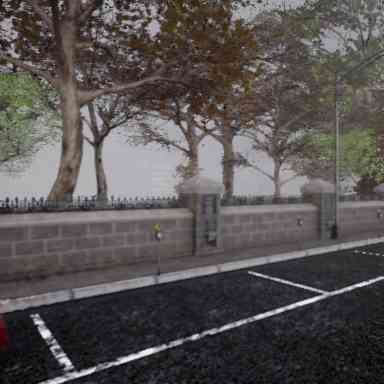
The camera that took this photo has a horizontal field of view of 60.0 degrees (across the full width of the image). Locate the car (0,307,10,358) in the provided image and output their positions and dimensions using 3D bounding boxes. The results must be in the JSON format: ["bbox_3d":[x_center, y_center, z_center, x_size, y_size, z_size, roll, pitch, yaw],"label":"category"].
[{"bbox_3d":[-4.322,1.445,3.477,4.097,1.590,1.967,0,0,-35],"label":"car"}]
